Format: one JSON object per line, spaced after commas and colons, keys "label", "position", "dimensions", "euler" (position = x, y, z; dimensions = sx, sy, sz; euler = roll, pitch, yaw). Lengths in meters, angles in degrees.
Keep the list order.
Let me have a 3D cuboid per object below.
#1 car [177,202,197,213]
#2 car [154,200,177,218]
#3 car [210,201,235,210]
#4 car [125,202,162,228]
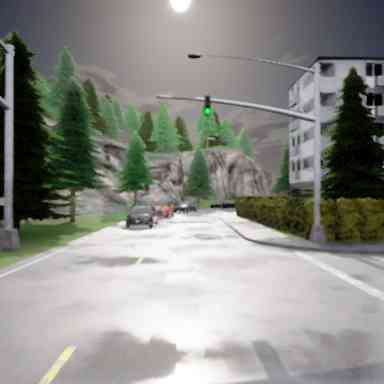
{"label": "car", "position": [-0.849, 1.947, 43.202], "dimensions": [1.994, 1.385, 4.181], "euler": [0, -1, 23]}
{"label": "car", "position": [-3.155, 1.647, 33.535], "dimensions": [2.097, 1.767, 4.553], "euler": [0, -1, 6]}
{"label": "car", "position": [4.846, 2.073, 52.600], "dimensions": [1.895, 1.301, 4.718], "euler": [0, -1, 42]}
{"label": "car", "position": [-3.564, 1.718, 24.375], "dimensions": [1.837, 1.490, 4.892], "euler": [0, -1, 1]}
